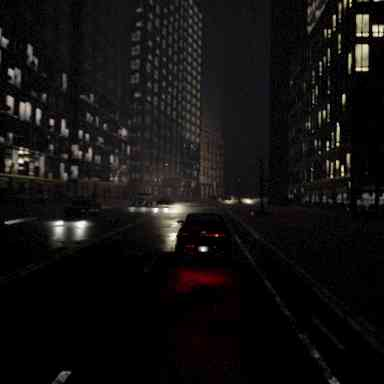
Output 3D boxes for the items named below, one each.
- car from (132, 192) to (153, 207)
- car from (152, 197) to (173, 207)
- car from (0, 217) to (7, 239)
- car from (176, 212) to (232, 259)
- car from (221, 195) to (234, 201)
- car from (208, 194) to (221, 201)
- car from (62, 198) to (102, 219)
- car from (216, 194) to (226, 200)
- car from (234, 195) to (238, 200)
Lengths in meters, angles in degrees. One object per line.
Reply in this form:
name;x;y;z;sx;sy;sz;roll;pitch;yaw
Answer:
car;-7.321;0.956;49.827;2.150;2.045;5.566;1;0;6
car;-4.096;1.400;49.494;1.895;1.301;4.718;1;0;6
car;-9.381;1.368;13.322;1.994;1.385;4.181;1;0;2
car;0.459;1.518;12.735;1.837;1.490;4.892;1;0;2
car;8.647;1.536;83.058;1.882;1.535;5.008;1;0;15
car;5.270;1.477;82.984;1.882;1.535;5.008;1;0;15
car;-8.788;1.289;26.918;1.882;1.535;5.008;1;1;3
car;8.103;1.467;92.902;1.837;1.490;4.892;1;0;18
car;11.460;1.570;92.754;1.812;1.442;4.674;1;0;18
